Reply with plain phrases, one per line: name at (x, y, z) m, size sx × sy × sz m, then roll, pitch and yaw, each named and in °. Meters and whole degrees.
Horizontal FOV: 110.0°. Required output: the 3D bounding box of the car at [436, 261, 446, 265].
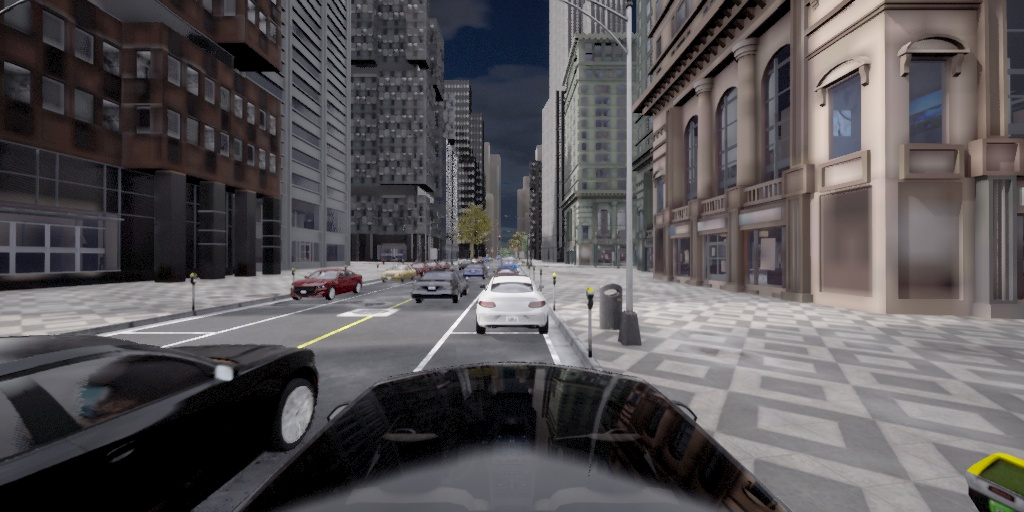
car at (-8.923, 1.299, 39.680) m, size 1.888 × 1.381 × 4.507 m, roll 0°, pitch 0°, yaw 0°

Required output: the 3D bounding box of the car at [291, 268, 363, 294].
car at (-8.919, 1.296, 17.578) m, size 1.888 × 1.381 × 4.507 m, roll 0°, pitch 0°, yaw 0°

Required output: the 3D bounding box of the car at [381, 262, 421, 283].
car at (-8.921, 1.278, 28.459) m, size 1.751 × 1.417 × 4.829 m, roll 0°, pitch 0°, yaw 0°

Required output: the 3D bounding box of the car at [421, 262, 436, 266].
car at (-8.922, 1.298, 34.154) m, size 1.888 × 1.381 × 4.507 m, roll 0°, pitch 0°, yaw 0°

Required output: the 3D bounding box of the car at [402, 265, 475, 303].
car at (-3.144, 1.299, 16.570) m, size 2.033 × 1.411 × 5.357 m, roll 0°, pitch 0°, yaw 0°

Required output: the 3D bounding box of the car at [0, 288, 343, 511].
car at (-3.145, 1.227, 2.112) m, size 1.882 × 1.535 × 5.008 m, roll 0°, pitch 0°, yaw 0°

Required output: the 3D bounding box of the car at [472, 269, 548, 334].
car at (0.003, 1.276, 10.500) m, size 1.812 × 1.442 × 4.674 m, roll 0°, pitch 0°, yaw 0°

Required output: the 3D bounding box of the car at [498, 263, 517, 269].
car at (-0.373, 1.334, 23.087) m, size 1.802 × 1.307 × 4.207 m, roll 0°, pitch 0°, yaw 0°

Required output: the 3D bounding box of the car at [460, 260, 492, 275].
car at (-3.144, 1.300, 31.570) m, size 2.033 × 1.411 × 5.357 m, roll 0°, pitch 0°, yaw 0°

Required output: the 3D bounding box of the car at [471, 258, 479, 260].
car at (-6.146, 1.304, 49.332) m, size 2.033 × 1.411 × 5.357 m, roll 0°, pitch 0°, yaw 0°

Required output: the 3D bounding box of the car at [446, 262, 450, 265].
car at (-8.925, 1.300, 45.205) m, size 1.888 × 1.381 × 4.507 m, roll 0°, pitch 0°, yaw 0°

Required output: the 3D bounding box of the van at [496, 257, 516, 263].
van at (-0.371, 1.094, 34.137) m, size 1.690 × 1.789 × 3.998 m, roll 0°, pitch 0°, yaw 0°
